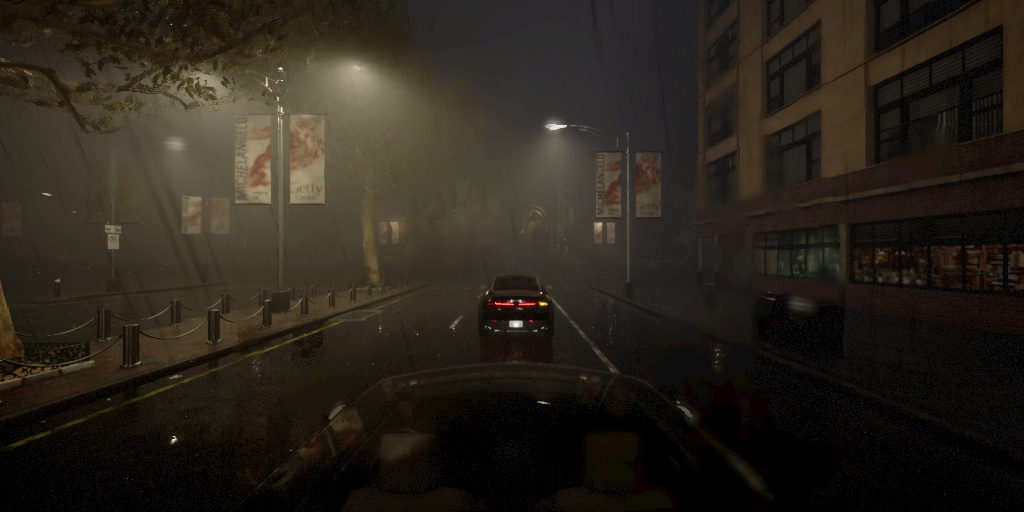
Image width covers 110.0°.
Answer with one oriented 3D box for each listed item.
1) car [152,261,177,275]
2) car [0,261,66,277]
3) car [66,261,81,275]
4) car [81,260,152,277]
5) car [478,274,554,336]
[{"bbox_3d":[-38.886,1.228,38.376,5.008,1.535,1.882,0,0,0],"label":"car"},{"bbox_3d":[-47.252,1.255,34.903,4.892,1.490,1.837,0,0,0],"label":"car"},{"bbox_3d":[-48.136,1.242,38.411,4.902,1.511,2.128,0,0,0],"label":"car"},{"bbox_3d":[-38.392,1.314,34.870,4.181,1.385,1.994,0,0,0],"label":"car"},{"bbox_3d":[0.126,1.255,10.340,1.837,1.490,4.892,0,0,1],"label":"car"}]
